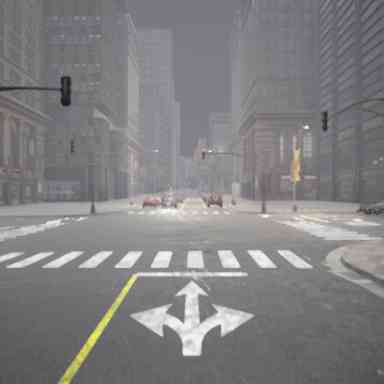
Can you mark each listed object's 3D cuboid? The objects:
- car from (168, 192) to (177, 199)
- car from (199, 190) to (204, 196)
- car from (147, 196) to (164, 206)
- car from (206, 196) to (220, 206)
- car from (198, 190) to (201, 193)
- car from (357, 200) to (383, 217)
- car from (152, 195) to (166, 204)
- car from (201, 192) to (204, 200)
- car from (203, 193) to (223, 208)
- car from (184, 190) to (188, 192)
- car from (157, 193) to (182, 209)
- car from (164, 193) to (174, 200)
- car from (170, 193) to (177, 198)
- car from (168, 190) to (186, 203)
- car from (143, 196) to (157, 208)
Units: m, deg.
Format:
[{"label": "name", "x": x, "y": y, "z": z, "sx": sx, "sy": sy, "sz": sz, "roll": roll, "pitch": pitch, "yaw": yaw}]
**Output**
[{"label": "car", "x": -5.223, "y": 0.881, "z": 88.760, "sx": 1.967, "sy": 1.590, "sz": 4.097, "roll": 1, "pitch": 1, "yaw": 0}, {"label": "car", "x": 3.232, "y": 0.989, "z": 77.630, "sx": 1.967, "sy": 1.590, "sz": 4.097, "roll": 1, "pitch": 1, "yaw": 0}, {"label": "car", "x": -5.471, "y": 1.309, "z": 49.978, "sx": 2.008, "sy": 1.369, "sz": 4.403, "roll": 0, "pitch": 0, "yaw": 0}, {"label": "car", "x": 3.055, "y": 1.302, "z": 49.927, "sx": 1.887, "sy": 1.381, "sz": 4.507, "roll": 0, "pitch": 0, "yaw": 0}, {"label": "car", "x": 3.336, "y": 0.947, "z": 94.255, "sx": 1.947, "sy": 1.339, "sz": 4.313, "roll": 1, "pitch": 1, "yaw": 0}, {"label": "car", "x": 16.547, "y": 1.226, "z": 27.221, "sx": 5.357, "sy": 1.411, "sz": 2.033, "roll": -1, "pitch": 0, "yaw": 0}, {"label": "car", "x": -5.436, "y": 1.268, "z": 55.519, "sx": 1.887, "sy": 1.381, "sz": 4.507, "roll": 0, "pitch": 0, "yaw": 0}, {"label": "car", "x": 3.125, "y": 1.250, "z": 61.008, "sx": 1.947, "sy": 1.339, "sz": 4.313, "roll": 1, "pitch": 0, "yaw": 0}, {"label": "car", "x": 3.021, "y": 1.106, "z": 44.385, "sx": 2.192, "sy": 1.841, "sz": 5.009, "roll": 0, "pitch": 0, "yaw": 0}, {"label": "car", "x": -2.565, "y": 0.929, "z": 73.670, "sx": 2.097, "sy": 1.767, "sz": 4.553, "roll": 0, "pitch": 0, "yaw": 0}, {"label": "car", "x": -2.843, "y": 1.294, "z": 42.657, "sx": 2.128, "sy": 1.511, "sz": 4.902, "roll": 0, "pitch": 0, "yaw": 1}, {"label": "car", "x": -5.293, "y": 0.989, "z": 77.679, "sx": 1.967, "sy": 1.590, "sz": 4.097, "roll": 1, "pitch": 1, "yaw": 0}, {"label": "car", "x": -5.189, "y": 0.963, "z": 94.302, "sx": 1.802, "sy": 1.307, "sz": 4.206, "roll": 1, "pitch": 1, "yaw": 0}, {"label": "car", "x": -2.700, "y": 1.050, "z": 59.003, "sx": 2.097, "sy": 1.767, "sz": 4.553, "roll": 0, "pitch": 0, "yaw": 1}, {"label": "car", "x": -5.505, "y": 1.336, "z": 44.439, "sx": 1.887, "sy": 1.381, "sz": 4.507, "roll": 0, "pitch": 0, "yaw": 0}]
